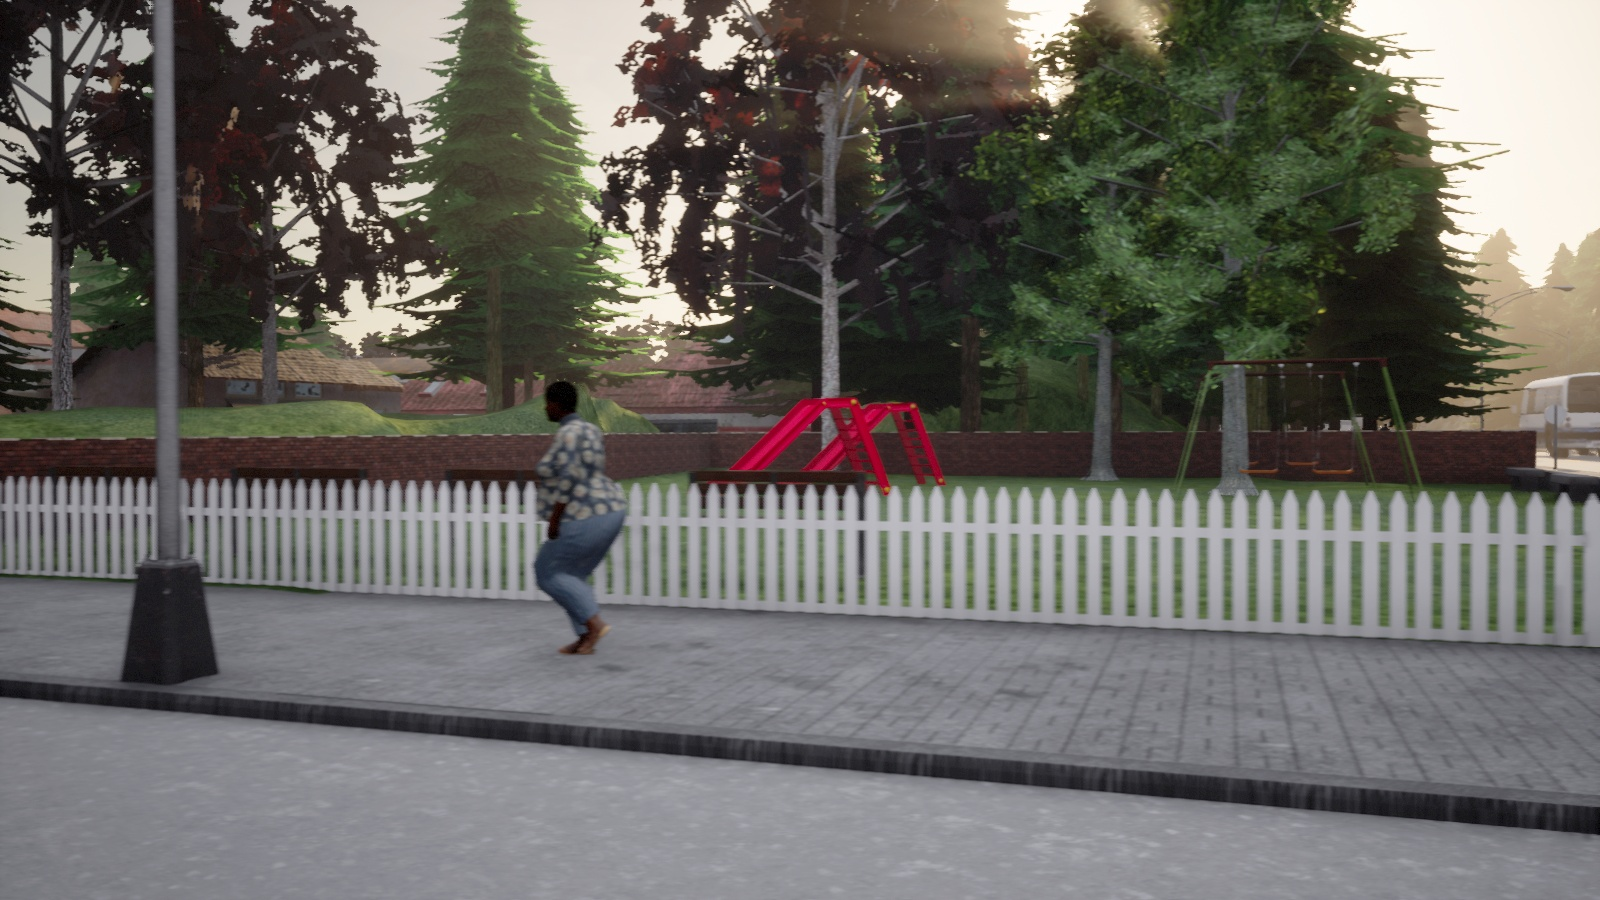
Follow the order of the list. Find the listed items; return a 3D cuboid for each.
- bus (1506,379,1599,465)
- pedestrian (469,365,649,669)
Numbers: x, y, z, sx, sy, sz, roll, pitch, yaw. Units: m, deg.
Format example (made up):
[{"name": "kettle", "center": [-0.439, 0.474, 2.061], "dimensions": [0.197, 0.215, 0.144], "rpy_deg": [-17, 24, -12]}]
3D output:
[{"name": "bus", "center": [41.206, -1.466, 67.392], "dimensions": [3.944, 4.253, 10.273], "rpy_deg": [1, 1, 19]}, {"name": "pedestrian", "center": [-1.543, 0.401, 8.160], "dimensions": [0.900, 1.855, 0.874], "rpy_deg": [0, 1, 10]}]
